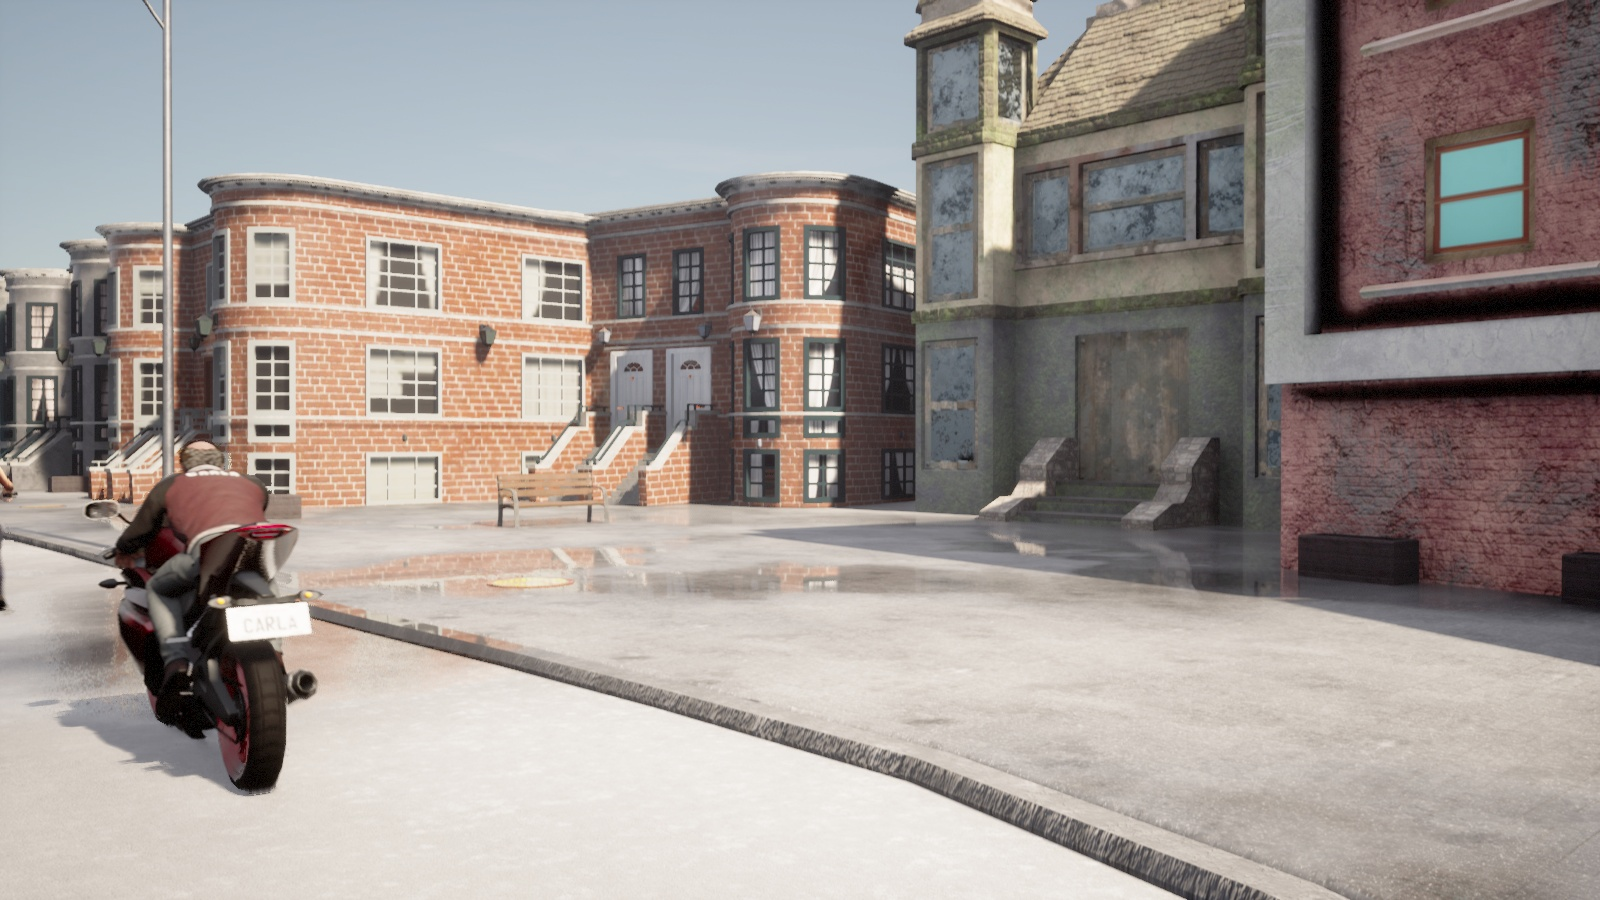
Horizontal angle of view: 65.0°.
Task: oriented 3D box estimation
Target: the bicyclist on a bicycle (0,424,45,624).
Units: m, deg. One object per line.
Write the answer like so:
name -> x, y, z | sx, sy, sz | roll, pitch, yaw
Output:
bicyclist on a bicycle -> -7.051, 0.594, 10.602 | 0.866, 1.612, 1.509 | 0, 0, -43

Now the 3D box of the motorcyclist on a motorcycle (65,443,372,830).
motorcyclist on a motorcycle -> -2.896, 0.733, 6.101 | 0.866, 1.530, 2.191 | -1, 1, -38
